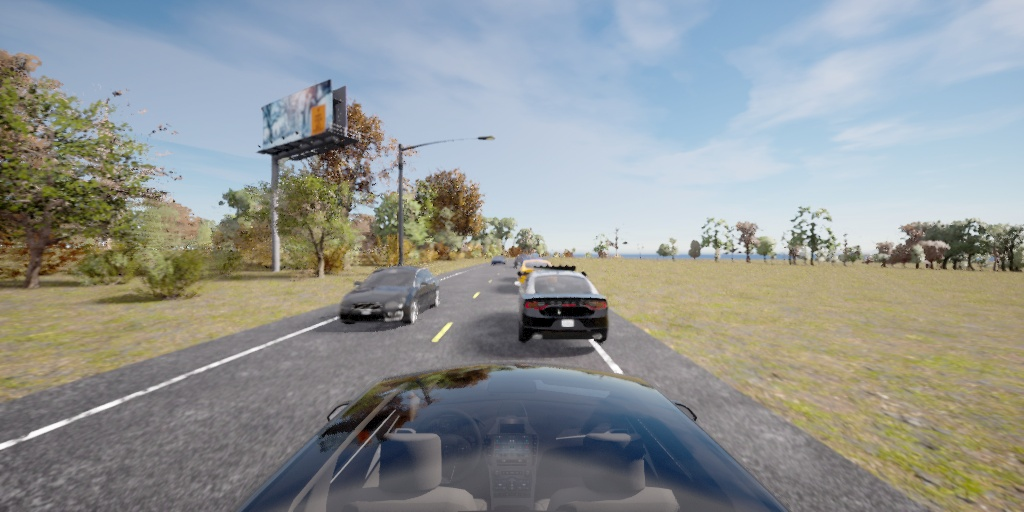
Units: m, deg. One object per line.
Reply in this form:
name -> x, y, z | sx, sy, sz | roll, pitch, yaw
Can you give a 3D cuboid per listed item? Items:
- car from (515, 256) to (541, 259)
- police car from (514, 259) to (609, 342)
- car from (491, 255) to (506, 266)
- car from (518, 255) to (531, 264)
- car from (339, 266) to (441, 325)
car -> 1.269, 0.937, 19.287 | 1.882, 1.535, 5.008 | 0, 1, 1
police car -> 1.096, 1.039, 9.432 | 1.930, 1.638, 5.238 | 0, 1, 1
car -> -1.876, 0.625, 52.118 | 2.033, 1.411, 5.357 | 0, 1, 4
car -> 2.055, 0.522, 58.151 | 1.837, 1.490, 4.892 | 0, 1, 4
car -> -3.509, 1.089, 11.142 | 1.837, 1.490, 4.892 | 0, 1, 1
